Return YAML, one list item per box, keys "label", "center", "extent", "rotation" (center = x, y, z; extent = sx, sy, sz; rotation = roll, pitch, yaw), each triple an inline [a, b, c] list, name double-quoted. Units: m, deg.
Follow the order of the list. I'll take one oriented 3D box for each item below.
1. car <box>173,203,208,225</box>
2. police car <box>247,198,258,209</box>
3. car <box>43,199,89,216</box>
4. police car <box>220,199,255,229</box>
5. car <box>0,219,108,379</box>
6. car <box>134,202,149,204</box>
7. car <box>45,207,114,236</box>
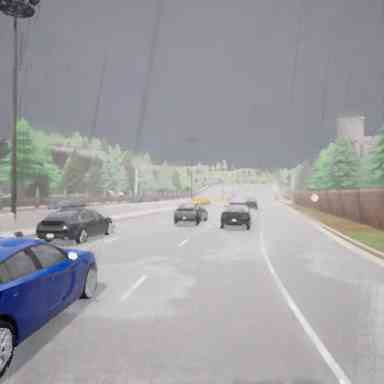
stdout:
- label: "car"
  center: [-0.016, 1.579, 24.842]
  extent: [2.128, 1.511, 4.902]
  rotation: [0, 0, 12]
- label: "police car"
  center: [8.694, 1.658, 48.996]
  extent: [1.930, 1.638, 5.238]
  rotation: [0, 0, 13]
- label: "car"
  center: [-12.630, 1.506, 33.712]
  extent: [1.882, 1.535, 5.008]
  rotation: [0, 0, 12]
- label: "police car"
  center: [3.112, 1.527, 22.820]
  extent: [1.930, 1.638, 5.238]
  rotation: [0, 0, 12]
- label: "car"
  center: [-3.128, 1.475, 5.415]
  extent: [1.882, 1.535, 5.008]
  rotation: [0, 0, 3]
- label: "car"
  center: [-6.067, 1.629, 47.332]
  extent: [1.837, 1.490, 4.892]
  rotation: [0, -1, 13]
- label: "car"
  center: [-5.370, 1.524, 15.919]
  extent: [1.837, 1.490, 4.892]
  rotation: [0, 0, 10]
